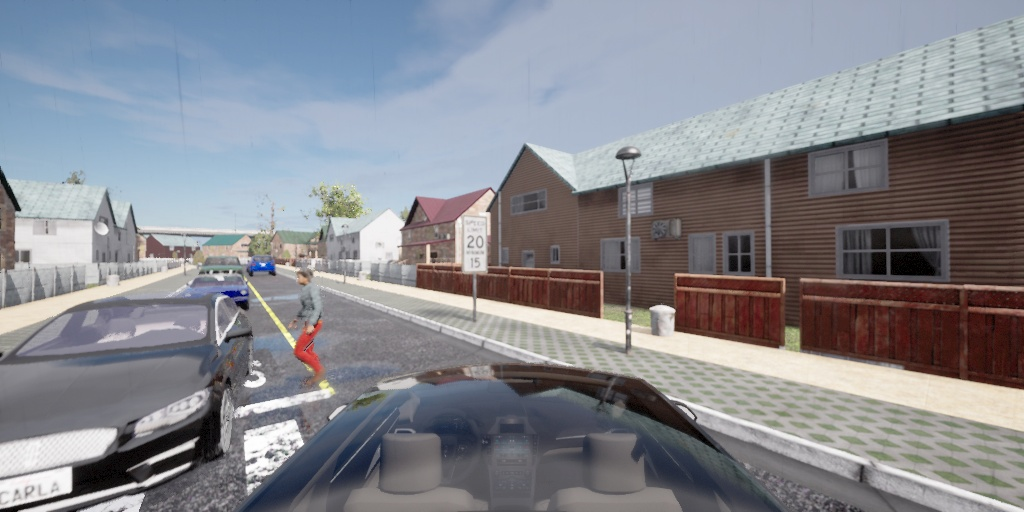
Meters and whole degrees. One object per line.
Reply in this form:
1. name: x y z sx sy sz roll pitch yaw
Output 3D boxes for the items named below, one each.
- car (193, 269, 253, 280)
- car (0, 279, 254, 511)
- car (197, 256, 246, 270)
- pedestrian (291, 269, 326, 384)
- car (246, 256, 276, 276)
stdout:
1. car: -11.372 1.368 13.903 1.895 1.301 4.718 0 0 -38
2. car: -4.435 1.247 4.398 2.128 1.511 4.902 0 0 -32
3. car: -18.899 0.994 23.450 2.150 2.045 5.566 0 0 -37
4. pedestrian: -3.143 1.049 5.564 0.375 1.860 0.375 1 -1 -38
5. car: -25.930 1.000 37.111 2.150 2.045 5.566 0 0 -38
